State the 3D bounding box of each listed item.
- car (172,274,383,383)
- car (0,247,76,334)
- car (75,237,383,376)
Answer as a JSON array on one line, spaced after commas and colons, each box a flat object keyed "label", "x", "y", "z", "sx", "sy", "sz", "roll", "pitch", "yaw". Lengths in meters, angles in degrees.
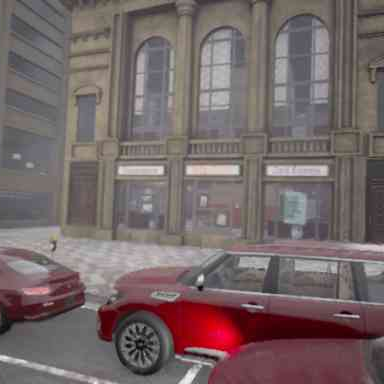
[{"label": "car", "x": 2.367, "y": 1.746, "z": 2.389, "sx": 4.674, "sy": 1.442, "sz": 1.812, "roll": 1, "pitch": -3, "yaw": 20}, {"label": "car", "x": -4.142, "y": 1.764, "z": 6.673, "sx": 4.206, "sy": 1.307, "sz": 1.802, "roll": 1, "pitch": -3, "yaw": 20}, {"label": "car", "x": 1.144, "y": 1.604, "z": 4.807, "sx": 5.009, "sy": 1.841, "sz": 2.192, "roll": 1, "pitch": -3, "yaw": 20}]
